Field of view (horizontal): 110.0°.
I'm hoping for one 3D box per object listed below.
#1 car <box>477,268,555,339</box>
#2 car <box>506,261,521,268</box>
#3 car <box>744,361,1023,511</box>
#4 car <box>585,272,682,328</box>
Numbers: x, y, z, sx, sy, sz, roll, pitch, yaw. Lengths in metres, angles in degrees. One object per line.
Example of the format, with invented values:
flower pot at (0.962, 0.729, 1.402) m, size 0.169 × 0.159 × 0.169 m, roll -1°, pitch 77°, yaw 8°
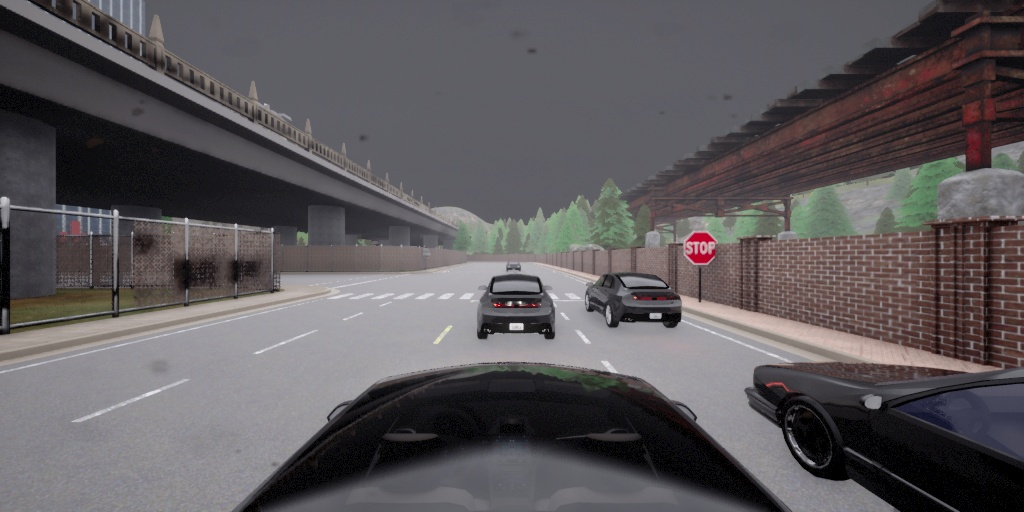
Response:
car at (0.099, 1.255, 10.034) m, size 1.837 × 1.490 × 4.892 m, roll 0°, pitch 0°, yaw 0°
car at (0.184, 1.351, 46.316) m, size 1.895 × 1.301 × 4.718 m, roll 0°, pitch 0°, yaw -1°
car at (3.600, 1.297, 1.647) m, size 2.033 × 1.411 × 5.357 m, roll 0°, pitch 0°, yaw 0°
car at (3.600, 1.255, 11.393) m, size 1.837 × 1.490 × 4.892 m, roll 0°, pitch 0°, yaw 0°
